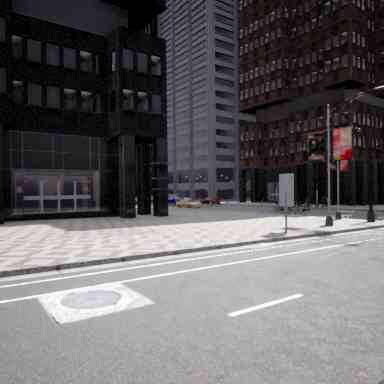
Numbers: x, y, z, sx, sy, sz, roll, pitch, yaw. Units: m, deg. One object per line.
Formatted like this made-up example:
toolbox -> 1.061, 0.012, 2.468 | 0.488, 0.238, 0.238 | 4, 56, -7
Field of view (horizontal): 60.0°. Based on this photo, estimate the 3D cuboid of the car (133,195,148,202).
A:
car -> -12.632, 1.618, 80.922 | 1.967, 1.590, 4.097 | -1, 1, -36

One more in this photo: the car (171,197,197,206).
car -> -1.570, 1.672, 60.752 | 2.033, 1.411, 5.357 | -1, 0, -35

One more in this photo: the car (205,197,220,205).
car -> 3.139, 1.612, 58.853 | 1.887, 1.381, 4.507 | -1, 1, -36

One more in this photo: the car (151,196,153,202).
car -> -7.765, 1.652, 69.366 | 1.812, 1.442, 4.674 | -1, 0, -36

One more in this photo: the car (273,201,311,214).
car -> 11.227, 1.640, 37.456 | 1.994, 1.385, 4.181 | -1, 0, -36

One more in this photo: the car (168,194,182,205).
car -> -2.792, 1.386, 57.136 | 2.150, 2.045, 5.566 | -1, 0, -35

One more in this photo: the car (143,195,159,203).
car -> -9.478, 1.595, 76.508 | 1.967, 1.590, 4.097 | -1, 1, -36

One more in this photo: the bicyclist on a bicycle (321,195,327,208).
bicyclist on a bicycle -> 17.416, 1.252, 43.805 | 1.656, 1.620, 0.582 | -1, 1, -36

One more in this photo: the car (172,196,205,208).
car -> -0.547, 1.699, 49.349 | 1.752, 1.417, 4.829 | -1, 1, -36
